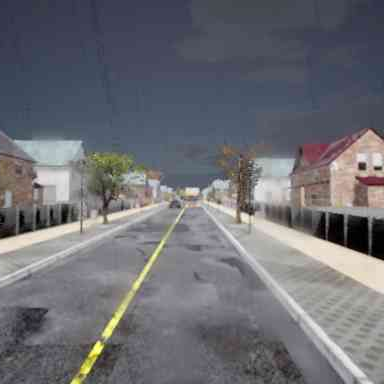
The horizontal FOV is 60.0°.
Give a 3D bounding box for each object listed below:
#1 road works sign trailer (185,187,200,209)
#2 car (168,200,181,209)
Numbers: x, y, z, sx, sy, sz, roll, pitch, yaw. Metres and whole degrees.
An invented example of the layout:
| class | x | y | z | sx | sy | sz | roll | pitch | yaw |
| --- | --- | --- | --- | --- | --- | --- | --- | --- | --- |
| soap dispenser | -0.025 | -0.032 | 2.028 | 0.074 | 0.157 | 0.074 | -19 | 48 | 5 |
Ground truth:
| class | x | y | z | sx | sy | sz | roll | pitch | yaw |
| --- | --- | --- | --- | --- | --- | --- | --- | --- | --- |
| road works sign trailer | 0.060 | 0.986 | 55.233 | 2.380 | 3.560 | 2.880 | 0 | -1 | 0 |
| car | -2.747 | 1.995 | 54.063 | 1.882 | 1.535 | 5.008 | 0 | -1 | 1 |
